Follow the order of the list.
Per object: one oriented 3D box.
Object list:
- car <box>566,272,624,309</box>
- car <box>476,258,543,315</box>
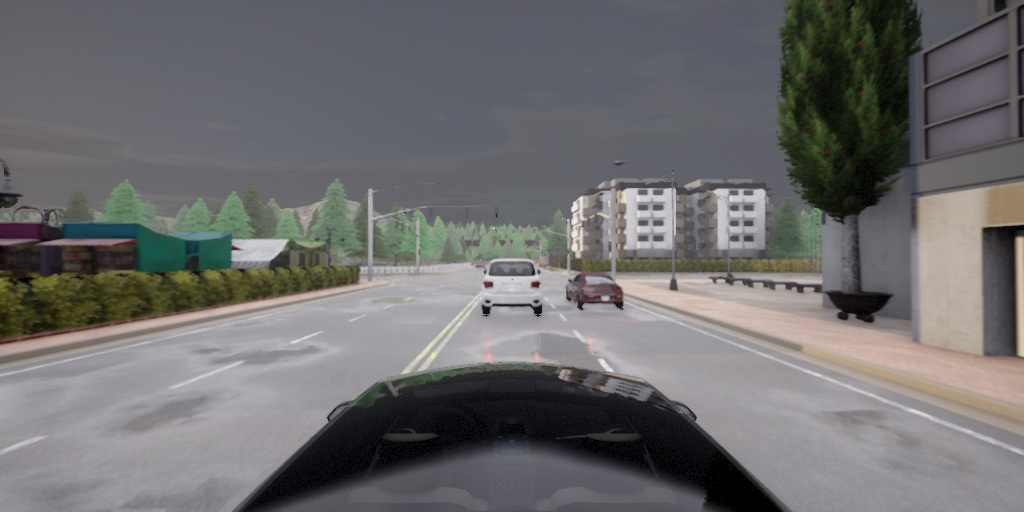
[{"bbox_3d":[3.519,1.432,15.728,1.812,1.442,4.674,0,0,0],"label":"car"},{"bbox_3d":[0.007,1.117,14.388,2.150,2.045,5.566,0,0,0],"label":"car"}]
